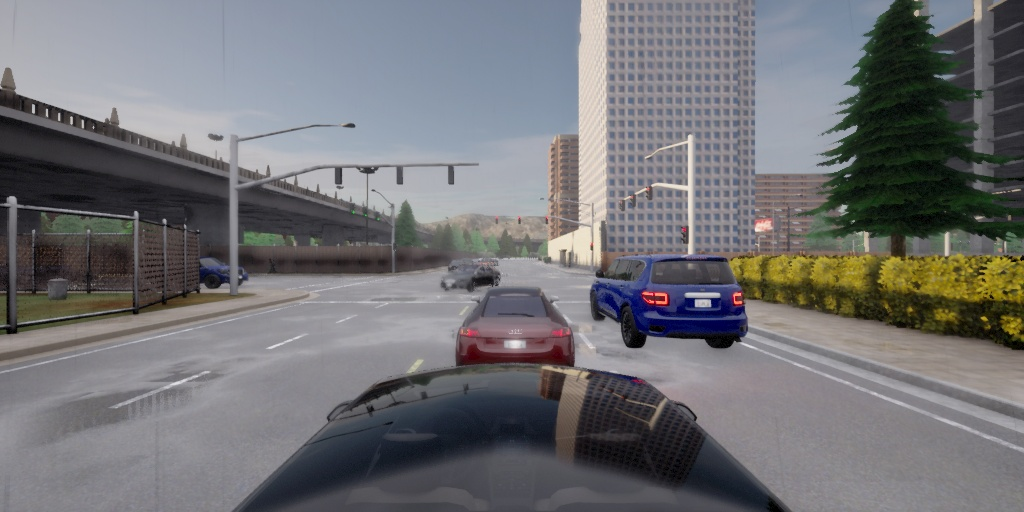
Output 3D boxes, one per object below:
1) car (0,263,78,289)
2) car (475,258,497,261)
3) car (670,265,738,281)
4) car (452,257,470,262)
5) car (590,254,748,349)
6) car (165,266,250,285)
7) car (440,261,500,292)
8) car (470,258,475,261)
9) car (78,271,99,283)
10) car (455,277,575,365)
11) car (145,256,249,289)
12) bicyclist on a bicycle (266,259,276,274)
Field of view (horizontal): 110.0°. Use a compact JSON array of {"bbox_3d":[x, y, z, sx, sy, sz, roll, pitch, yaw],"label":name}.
[{"bbox_3d":[-32.137,1.353,23.164,5.357,1.411,2.033,0,0,0],"label":"car"},{"bbox_3d":[-3.581,1.102,49.836,2.097,1.767,4.553,0,0,0],"label":"car"},{"bbox_3d":[16.237,1.406,30.462,4.718,1.301,1.895,0,0,0],"label":"car"},{"bbox_3d":[-7.088,1.254,46.694,1.837,1.490,4.892,0,0,0],"label":"car"},{"bbox_3d":[3.570,0.971,9.331,2.150,2.045,5.566,0,0,1],"label":"car"},{"bbox_3d":[-22.574,1.406,26.684,4.718,1.301,1.895,0,0,0],"label":"car"},{"bbox_3d":[-2.380,1.273,21.427,2.128,1.511,4.902,0,0,24],"label":"car"},{"bbox_3d":[-7.083,1.102,55.578,2.097,1.767,4.553,0,0,0],"label":"car"},{"bbox_3d":[-34.225,1.353,26.661,5.357,1.411,2.033,0,0,0],"label":"car"},{"bbox_3d":[0.064,1.314,7.465,1.994,1.385,4.181,0,0,0],"label":"car"},{"bbox_3d":[-20.320,1.028,23.188,5.566,2.045,2.150,0,0,0],"label":"car"},{"bbox_3d":[-25.293,1.106,37.661,0.582,1.620,1.656,0,0,0],"label":"bicyclist on a bicycle"}]
